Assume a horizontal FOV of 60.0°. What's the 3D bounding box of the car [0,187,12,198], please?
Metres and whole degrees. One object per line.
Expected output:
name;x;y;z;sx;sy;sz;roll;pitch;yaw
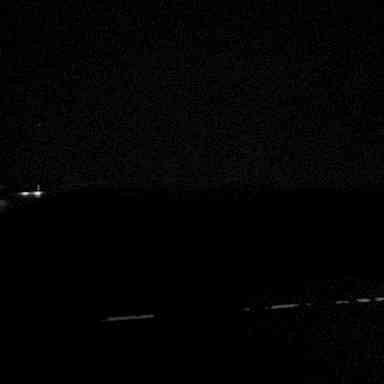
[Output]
car;-18.594;-0.125;31.305;1.882;1.535;5.008;-1;3;-13

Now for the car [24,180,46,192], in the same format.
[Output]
car;-22.117;-0.973;47.042;2.097;1.767;4.553;-1;3;-12
